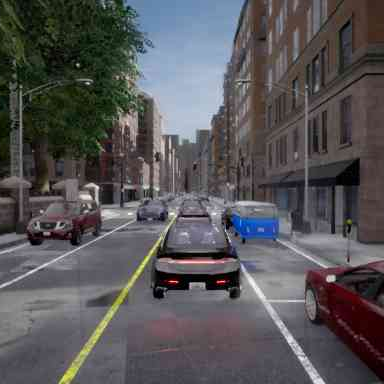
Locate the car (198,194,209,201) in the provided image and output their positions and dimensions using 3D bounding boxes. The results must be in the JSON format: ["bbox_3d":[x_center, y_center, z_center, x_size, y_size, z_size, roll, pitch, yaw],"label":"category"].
[{"bbox_3d":[2.837,1.387,75.586,1.967,1.590,4.097,0,0,0],"label":"car"}]

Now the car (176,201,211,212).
[{"bbox_3d":[0.094,1.485,18.390,2.128,1.511,4.902,0,0,0],"label":"car"}]

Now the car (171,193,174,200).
[{"bbox_3d":[-5.687,1.491,75.549,1.887,1.381,4.507,0,0,0],"label":"car"}]

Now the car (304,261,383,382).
[{"bbox_3d":[2.853,1.544,4.228,1.887,1.381,4.507,0,0,0],"label":"car"}]

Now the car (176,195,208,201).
[{"bbox_3d":[-0.008,1.338,27.567,2.097,1.767,4.553,0,0,0],"label":"car"}]

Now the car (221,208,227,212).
[{"bbox_3d":[2.850,1.557,21.210,1.947,1.339,4.313,0,0,0],"label":"car"}]

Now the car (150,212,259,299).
[{"bbox_3d":[0.098,1.490,8.450,2.128,1.511,4.902,0,0,0],"label":"car"}]

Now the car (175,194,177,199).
[{"bbox_3d":[-5.690,1.496,86.450,2.008,1.369,4.403,0,0,0],"label":"car"}]

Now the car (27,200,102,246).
[{"bbox_3d":[-5.674,1.310,15.507,2.192,1.841,5.009,0,0,0],"label":"car"}]

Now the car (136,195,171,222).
[{"bbox_3d":[-3.007,1.340,26.030,2.097,1.767,4.553,0,0,0],"label":"car"}]

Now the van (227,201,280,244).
[{"bbox_3d":[2.851,1.336,15.549,1.690,1.788,3.998,0,0,0],"label":"van"}]

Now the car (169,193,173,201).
[{"bbox_3d":[-5.686,1.493,70.098,1.887,1.381,4.507,0,0,0],"label":"car"}]
